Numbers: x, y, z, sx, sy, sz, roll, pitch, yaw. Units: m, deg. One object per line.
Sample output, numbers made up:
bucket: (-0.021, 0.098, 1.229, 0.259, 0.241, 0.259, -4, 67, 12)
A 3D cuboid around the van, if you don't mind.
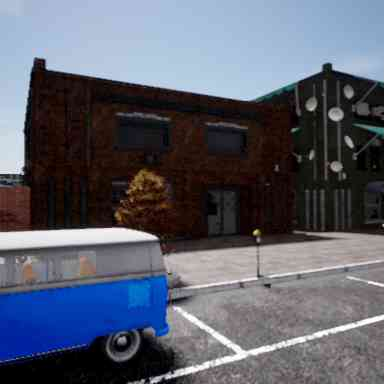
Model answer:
van: (-2.288, 1.443, 4.560, 3.998, 1.788, 1.690, 1, -2, -28)
